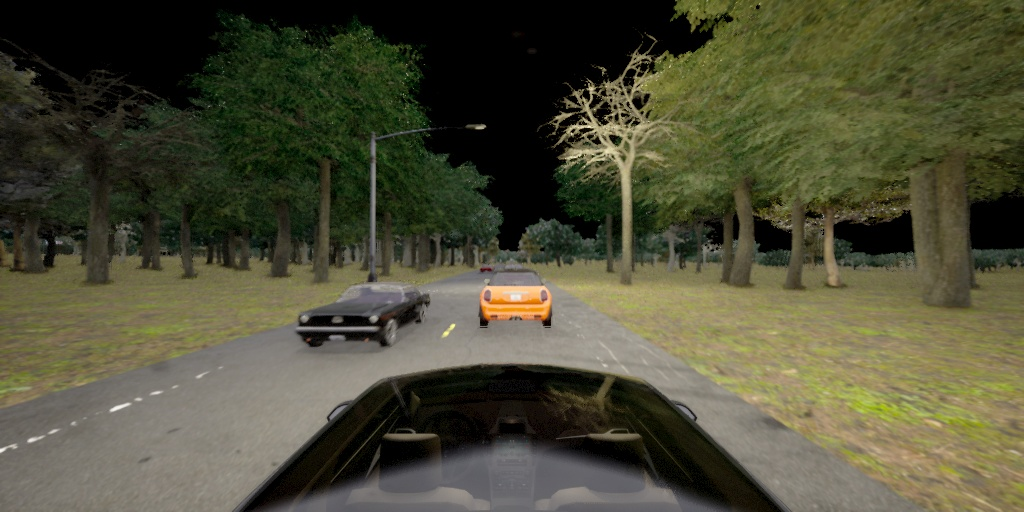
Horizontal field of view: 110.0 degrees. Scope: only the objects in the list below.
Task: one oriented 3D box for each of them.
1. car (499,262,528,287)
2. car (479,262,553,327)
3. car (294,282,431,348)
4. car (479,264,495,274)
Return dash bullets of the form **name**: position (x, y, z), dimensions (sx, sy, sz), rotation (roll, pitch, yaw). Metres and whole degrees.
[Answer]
- **car**: position (0.117, 1.329, 27.730), dimensions (2.097, 1.767, 4.553), rotation (0, -1, 0)
- **car**: position (0.106, 1.176, 12.000), dimensions (2.097, 1.767, 4.553), rotation (0, 0, 0)
- **car**: position (-3.596, 1.405, 9.598), dimensions (1.895, 1.301, 4.718), rotation (0, 0, 0)
- **car**: position (-3.547, 1.823, 51.174), dimensions (1.895, 1.301, 4.718), rotation (0, -1, 0)
